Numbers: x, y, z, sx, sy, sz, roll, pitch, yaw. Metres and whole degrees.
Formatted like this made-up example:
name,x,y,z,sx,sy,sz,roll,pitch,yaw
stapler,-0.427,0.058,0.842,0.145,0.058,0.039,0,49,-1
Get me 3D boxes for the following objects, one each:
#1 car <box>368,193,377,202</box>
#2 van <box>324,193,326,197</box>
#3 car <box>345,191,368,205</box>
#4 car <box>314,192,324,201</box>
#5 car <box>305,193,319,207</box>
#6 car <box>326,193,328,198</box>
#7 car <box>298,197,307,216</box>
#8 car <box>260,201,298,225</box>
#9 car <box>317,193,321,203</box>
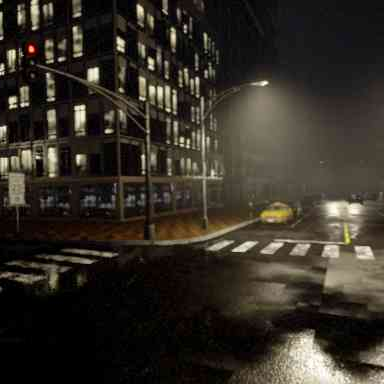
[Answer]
name,x,y,z,sx,sy,sz,roll,pitch,yaw
car,29.683,0.847,55.551,1.967,1.590,4.097,-2,0,24
van,24.340,0.855,64.135,1.690,1.788,3.998,-2,0,24
car,22.677,1.038,46.192,2.128,1.511,4.902,-1,0,24
car,19.730,1.150,53.810,1.887,1.381,4.507,-2,0,24
car,15.112,1.242,43.486,1.887,1.381,4.507,-2,0,24
car,33.582,0.883,84.780,2.008,1.369,4.403,-2,0,24
car,8.187,1.401,28.002,1.947,1.339,4.313,-2,0,24
car,5.808,1.408,22.685,1.752,1.417,4.829,-2,0,24
car,17.422,1.234,48.648,1.802,1.307,4.206,-2,0,24
